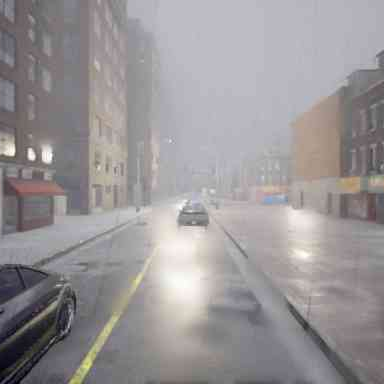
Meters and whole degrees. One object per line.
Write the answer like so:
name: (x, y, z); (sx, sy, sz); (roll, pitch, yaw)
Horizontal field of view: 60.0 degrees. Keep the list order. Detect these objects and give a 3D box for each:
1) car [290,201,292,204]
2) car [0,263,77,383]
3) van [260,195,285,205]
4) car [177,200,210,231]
car: (19.171, 1.548, 56.397); (4.829, 1.417, 1.752); (0, 0, 0)
car: (-2.851, 1.565, 3.712); (1.994, 1.385, 4.181); (0, 0, 0)
van: (13.729, 1.368, 56.405); (3.998, 1.788, 1.690); (0, 0, 0)
car: (0.095, 1.502, 20.695); (2.128, 1.511, 4.902); (0, 0, 0)
